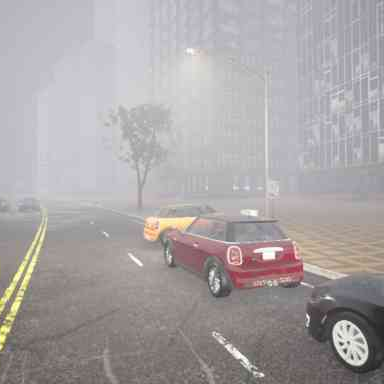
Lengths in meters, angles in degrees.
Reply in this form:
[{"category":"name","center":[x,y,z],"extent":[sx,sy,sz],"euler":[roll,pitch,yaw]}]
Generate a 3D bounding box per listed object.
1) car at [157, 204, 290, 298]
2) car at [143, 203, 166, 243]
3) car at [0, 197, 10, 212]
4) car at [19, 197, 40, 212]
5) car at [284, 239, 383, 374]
[{"category":"car","center":[0.798,1.355,8.934],"extent":[2.097,1.767,4.553],"euler":[0,0,-23]},{"category":"car","center":[0.234,1.278,14.557],"extent":[4.553,1.767,2.097],"euler":[-3,1,-23]},{"category":"car","center":[-22.131,1.389,37.968],"extent":[2.097,1.767,4.553],"euler":[0,0,-24]},{"category":"car","center":[-19.173,1.392,39.315],"extent":[2.097,1.767,4.553],"euler":[0,0,-24]},{"category":"car","center":[3.576,1.505,3.493],"extent":[1.837,1.490,4.892],"euler":[0,0,-36]}]
